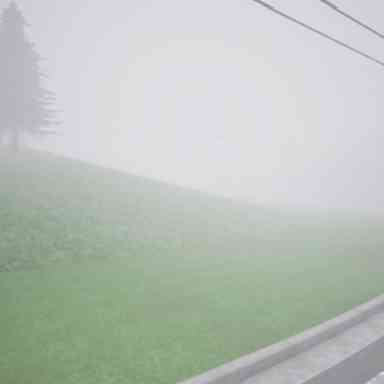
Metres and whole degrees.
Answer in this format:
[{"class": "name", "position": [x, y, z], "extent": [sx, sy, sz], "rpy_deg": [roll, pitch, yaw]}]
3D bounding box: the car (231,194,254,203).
[{"class": "car", "position": [9.132, 1.154, 60.937], "extent": [1.882, 1.535, 5.008], "rpy_deg": [-1, 0, -35]}]

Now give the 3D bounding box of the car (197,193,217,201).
[{"class": "car", "position": [3.113, 1.030, 69.404], "extent": [2.097, 1.767, 4.553], "rpy_deg": [-1, 0, -40]}]
